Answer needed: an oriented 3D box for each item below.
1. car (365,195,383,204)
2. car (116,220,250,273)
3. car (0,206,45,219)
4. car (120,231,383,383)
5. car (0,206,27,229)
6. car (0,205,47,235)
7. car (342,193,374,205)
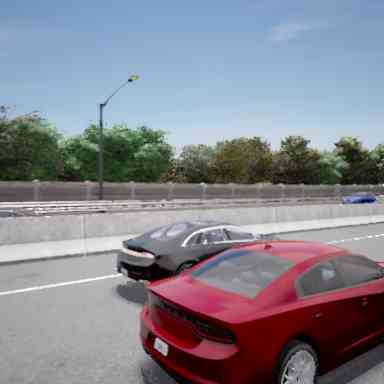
[{"bbox_3d":[24.226,1.426,41.721,4.674,1.442,1.812,0,0,-33],"label":"car"},{"bbox_3d":[0.558,1.474,8.414,4.902,1.511,2.128,0,0,-35],"label":"car"},{"bbox_3d":[-9.041,1.480,14.725,4.902,1.511,2.128,0,0,-35],"label":"car"},{"bbox_3d":[1.699,1.465,4.935,5.008,1.535,1.882,0,0,-35],"label":"car"},{"bbox_3d":[-12.977,1.585,20.520,4.718,1.301,1.895,0,0,-35],"label":"car"},{"bbox_3d":[-10.551,1.510,17.945,4.674,1.442,1.812,0,0,-35],"label":"car"},{"bbox_3d":[22.601,1.114,44.838,5.566,2.045,2.150,0,0,-33],"label":"car"}]
